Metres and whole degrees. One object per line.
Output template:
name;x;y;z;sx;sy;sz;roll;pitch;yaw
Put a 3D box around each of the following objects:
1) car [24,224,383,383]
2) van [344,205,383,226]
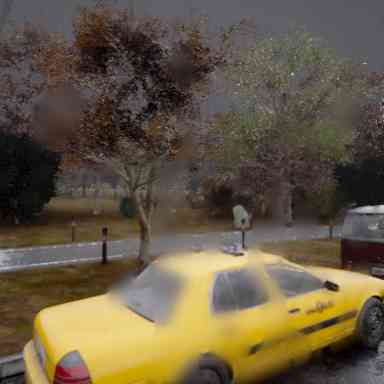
car;0.732;1.457;4.548;5.366;1.575;1.946;-1;-2;-33
van;5.357;1.220;7.556;4.442;1.987;1.878;-1;-2;-34
